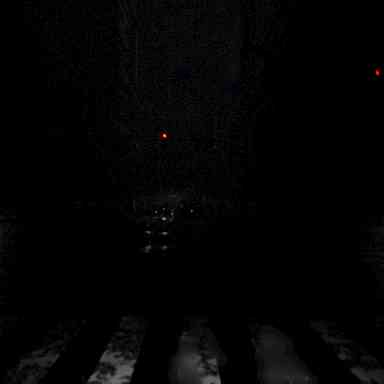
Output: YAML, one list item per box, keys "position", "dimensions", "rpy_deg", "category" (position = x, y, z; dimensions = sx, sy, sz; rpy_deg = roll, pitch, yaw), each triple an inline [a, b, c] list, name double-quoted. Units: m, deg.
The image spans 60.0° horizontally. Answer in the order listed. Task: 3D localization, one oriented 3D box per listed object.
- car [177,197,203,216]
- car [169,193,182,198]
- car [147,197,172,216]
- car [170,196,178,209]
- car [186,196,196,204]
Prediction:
- position: [-0.033, 1.452, 31.482]
  dimensions: [2.128, 1.511, 4.902]
  rpy_deg: [0, 0, 0]
  category: "car"
- position: [-3.229, 1.143, 66.384]
  dimensions: [2.150, 2.045, 5.566]
  rpy_deg: [0, 0, 0]
  category: "car"
- position: [-3.219, 1.486, 31.814]
  dimensions: [1.812, 1.442, 4.674]
  rpy_deg: [0, 0, -1]
  category: "car"
- position: [-3.265, 1.545, 44.807]
  dimensions: [1.895, 1.301, 4.718]
  rpy_deg: [0, 0, 0]
  category: "car"
- position: [-0.216, 1.525, 62.884]
  dimensions: [1.895, 1.301, 4.718]
  rpy_deg: [0, 0, 0]
  category: "car"
